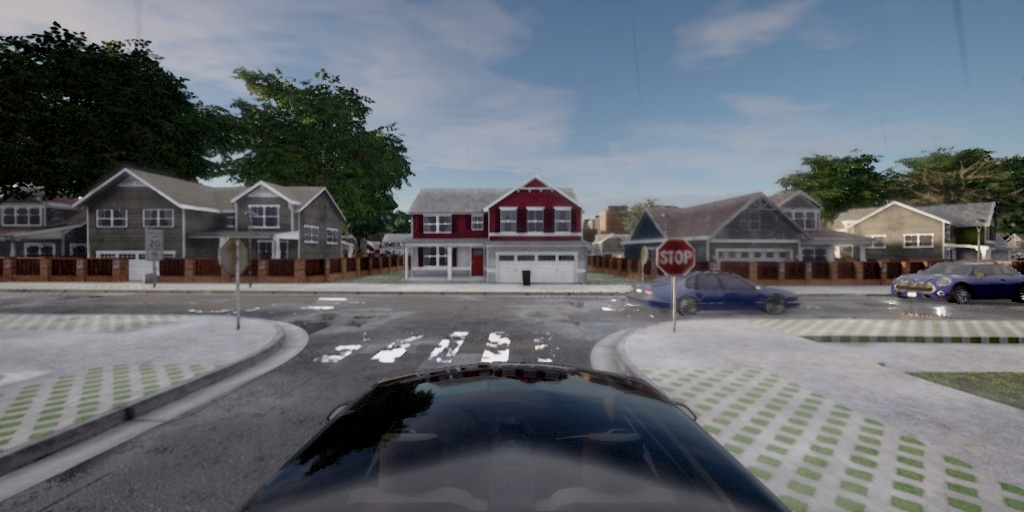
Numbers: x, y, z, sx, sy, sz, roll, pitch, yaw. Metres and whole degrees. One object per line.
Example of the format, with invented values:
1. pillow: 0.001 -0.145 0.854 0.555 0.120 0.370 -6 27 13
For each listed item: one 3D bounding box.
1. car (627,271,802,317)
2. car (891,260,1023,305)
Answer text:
1. car: 6.781 1.225 12.289 5.357 1.411 2.033 0 0 -6
2. car: 19.216 1.057 15.432 4.553 1.767 2.097 0 1 -6
